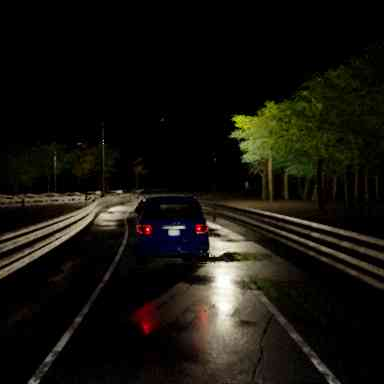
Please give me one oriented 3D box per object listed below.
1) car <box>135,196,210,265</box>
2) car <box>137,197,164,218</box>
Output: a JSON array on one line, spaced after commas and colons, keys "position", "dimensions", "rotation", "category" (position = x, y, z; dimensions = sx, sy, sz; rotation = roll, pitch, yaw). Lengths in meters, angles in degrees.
[{"position": [-0.788, 1.133, 11.552], "dimensions": [2.150, 2.045, 5.566], "rotation": [0, 1, -7], "category": "car"}, {"position": [-3.712, 1.239, 28.914], "dimensions": [2.128, 1.511, 4.902], "rotation": [0, 1, -9], "category": "car"}]
